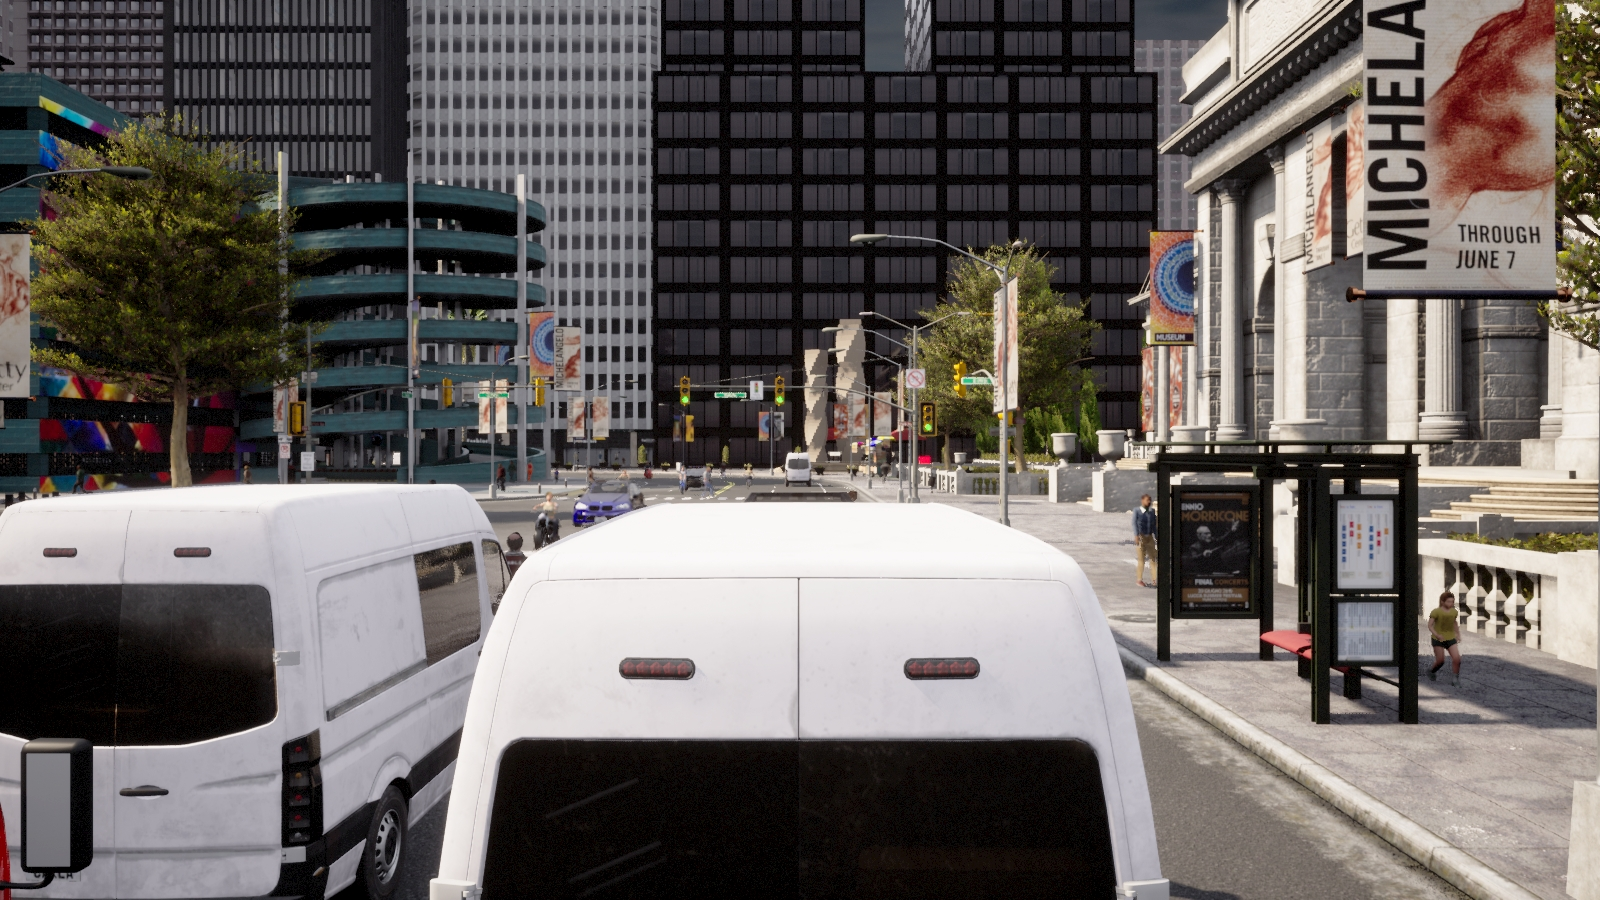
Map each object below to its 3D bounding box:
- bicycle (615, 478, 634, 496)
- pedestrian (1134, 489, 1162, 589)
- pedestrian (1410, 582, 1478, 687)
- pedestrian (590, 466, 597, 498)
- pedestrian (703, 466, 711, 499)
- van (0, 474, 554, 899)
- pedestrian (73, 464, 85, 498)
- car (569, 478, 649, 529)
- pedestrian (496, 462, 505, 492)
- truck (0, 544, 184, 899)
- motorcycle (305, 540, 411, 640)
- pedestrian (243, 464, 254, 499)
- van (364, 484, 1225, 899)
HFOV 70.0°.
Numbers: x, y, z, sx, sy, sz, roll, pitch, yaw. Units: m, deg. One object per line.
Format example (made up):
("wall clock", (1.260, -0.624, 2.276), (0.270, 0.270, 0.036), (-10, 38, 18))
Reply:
("bicycle", (-10.639, 2.230, 69.246), (0.859, 1.080, 1.487), (0, 0, 1))
("pedestrian", (6.615, 1.688, 21.712), (0.375, 1.860, 0.375), (0, 0, -11))
("pedestrian", (7.272, 2.071, 12.907), (0.500, 1.100, 0.500), (0, 0, 3))
("pedestrian", (-11.810, 1.824, 65.334), (0.375, 1.860, 0.375), (0, 0, -12))
("pedestrian", (-5.255, 1.824, 64.623), (0.375, 1.860, 0.375), (0, 0, 3))
("van", (-3.517, 1.531, 8.781), (1.988, 2.561, 5.915), (0, 0, 0))
("pedestrian", (-39.489, 1.673, 62.569), (0.375, 1.860, 0.375), (0, 0, 9))
("car", (-7.044, 1.951, 42.623), (2.242, 1.667, 4.611), (0, 0, 0))
("pedestrian", (-18.389, 1.670, 70.183), (0.375, 1.860, 0.375), (0, 0, 26))
("truck", (-3.506, 1.567, 1.456), (2.627, 2.467, 5.204), (0, 0, 0))
("motorcycle", (-6.932, 2.163, 18.056), (0.764, 1.277, 2.356), (0, 0, 0))
("pedestrian", (-29.526, 1.674, 61.178), (0.375, 1.860, 0.375), (0, 0, 5))
("van", (-0.014, 1.532, 5.596), (1.988, 2.561, 5.915), (0, 0, 0))
